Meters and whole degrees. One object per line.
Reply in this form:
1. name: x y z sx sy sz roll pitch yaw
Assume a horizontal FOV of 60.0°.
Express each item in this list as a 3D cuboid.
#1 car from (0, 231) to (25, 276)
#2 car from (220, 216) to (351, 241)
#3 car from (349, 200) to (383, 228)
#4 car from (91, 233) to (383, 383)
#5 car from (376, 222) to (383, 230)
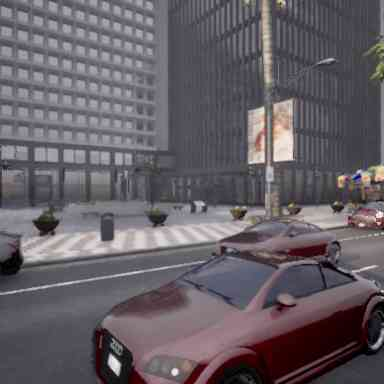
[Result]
1. car: -6.450 1.517 7.487 4.786 1.482 2.161 0 0 -36
2. car: 2.625 1.530 10.035 4.181 1.385 1.994 0 0 -35
3. car: 11.446 1.264 20.163 4.553 1.767 2.185 0 0 -36
4. car: 0.846 1.550 4.506 4.181 1.385 1.994 0 0 -35
5. car: 7.026 1.518 8.856 4.181 1.385 1.994 0 0 -35
